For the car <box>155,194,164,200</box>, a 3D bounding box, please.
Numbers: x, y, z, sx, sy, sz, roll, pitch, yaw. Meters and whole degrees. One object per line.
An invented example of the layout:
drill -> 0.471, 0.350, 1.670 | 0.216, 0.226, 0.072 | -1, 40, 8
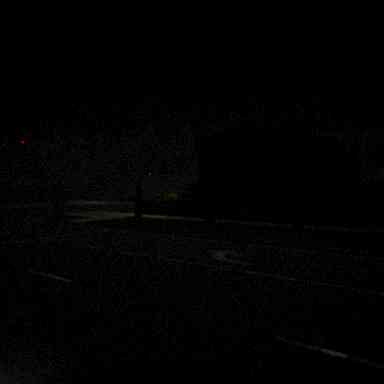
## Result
car -> -6.567, 1.167, 77.765 | 1.895, 1.301, 4.718 | 1, 0, 36

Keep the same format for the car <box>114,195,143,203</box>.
car -> -11.057, 1.253, 59.843 | 1.895, 1.301, 4.718 | 1, 0, 37

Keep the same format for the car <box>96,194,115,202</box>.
car -> -16.205, 1.073, 64.595 | 1.882, 1.535, 5.008 | 1, 0, 37
